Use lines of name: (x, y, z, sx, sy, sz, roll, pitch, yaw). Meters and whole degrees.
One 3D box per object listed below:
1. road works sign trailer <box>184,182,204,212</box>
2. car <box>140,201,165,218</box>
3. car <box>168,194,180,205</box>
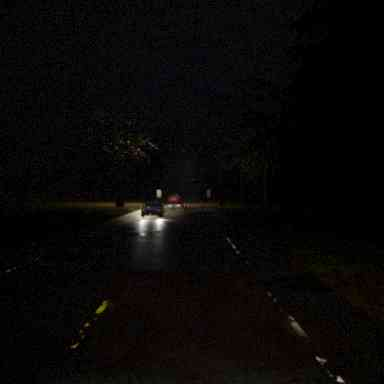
road works sign trailer: (0.147, 0.590, 40.730, 2.380, 3.560, 2.880, 0, 0, -5)
car: (-3.606, 1.613, 31.167, 1.812, 1.442, 4.674, 0, 0, 0)
car: (-3.522, 1.481, 67.026, 2.150, 2.045, 5.566, 0, 0, 0)
